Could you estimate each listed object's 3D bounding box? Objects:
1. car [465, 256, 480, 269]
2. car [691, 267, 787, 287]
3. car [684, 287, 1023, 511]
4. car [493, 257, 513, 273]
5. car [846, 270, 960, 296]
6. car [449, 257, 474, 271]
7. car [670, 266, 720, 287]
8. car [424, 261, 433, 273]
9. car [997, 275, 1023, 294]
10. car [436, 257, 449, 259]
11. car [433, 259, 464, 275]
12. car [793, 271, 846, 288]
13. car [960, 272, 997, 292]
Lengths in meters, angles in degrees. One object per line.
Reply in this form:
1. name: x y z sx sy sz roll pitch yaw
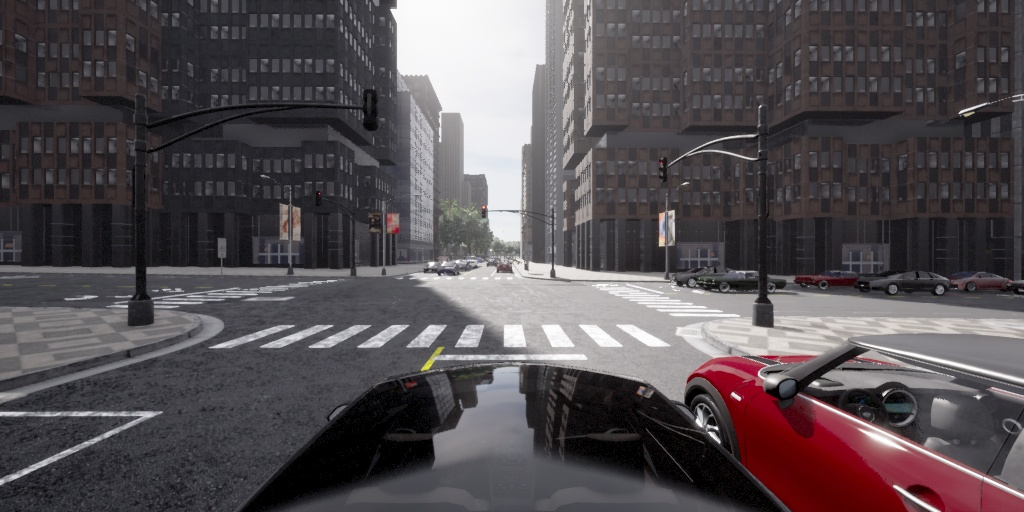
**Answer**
1. car: -6.962 1.015 59.212 2.150 2.045 5.566 0 0 0
2. car: 14.160 1.580 22.332 4.718 1.301 1.895 1 0 -3
3. car: 2.761 1.190 2.153 1.967 1.591 4.097 0 0 0
4. car: -0.905 1.197 43.519 1.967 1.591 4.097 0 0 -1
5. car: 24.360 1.632 22.464 4.892 1.490 1.837 1 0 -1
6. car: -6.832 1.261 48.581 2.128 1.511 4.902 0 0 -1
7. car: 13.854 1.476 25.578 4.892 1.490 1.837 1 0 -1
8. car: -9.429 1.323 43.406 1.948 1.339 4.313 0 0 -1
9. car: 34.741 1.826 22.591 5.357 1.411 2.033 1 0 -1
10. car: -9.503 1.084 48.831 2.192 1.841 5.009 0 0 -1
11. car: -6.684 1.294 38.314 2.033 1.411 5.357 0 0 -1
12. car: 23.073 1.706 25.682 4.718 1.301 1.895 1 0 -1
13. car: 33.039 1.814 25.816 4.181 1.385 1.994 1 0 -1
